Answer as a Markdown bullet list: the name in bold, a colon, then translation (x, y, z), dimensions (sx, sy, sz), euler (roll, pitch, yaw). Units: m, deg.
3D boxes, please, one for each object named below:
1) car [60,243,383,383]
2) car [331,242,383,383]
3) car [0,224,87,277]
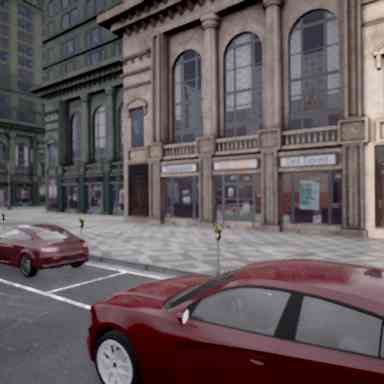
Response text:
- **car**: translation (0.990, 1.483, 3.527), dimensions (5.008, 1.535, 1.882), euler (0, 0, 34)
- **car**: translation (4.121, 1.545, 3.721), dimensions (4.403, 1.369, 2.008), euler (0, 0, 35)
- **car**: translation (-4.876, 1.621, 10.135), dimensions (4.206, 1.307, 1.802), euler (0, 0, 35)
